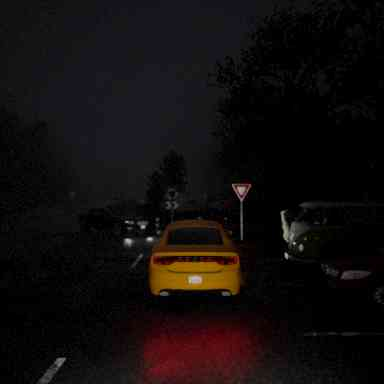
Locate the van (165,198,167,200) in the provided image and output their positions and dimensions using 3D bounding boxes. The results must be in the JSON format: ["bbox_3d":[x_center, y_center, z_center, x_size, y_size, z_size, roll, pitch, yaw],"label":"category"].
[{"bbox_3d":[-8.244,1.305,72.548,4.442,1.987,1.878,0,0,0],"label":"van"}]

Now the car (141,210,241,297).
[{"bbox_3d":[0.065,1.450,8.582,1.882,1.535,5.008,0,0,0],"label":"car"}]

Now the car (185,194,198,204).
[{"bbox_3d":[-0.214,1.575,63.459,1.882,1.535,5.008,0,0,0],"label":"car"}]

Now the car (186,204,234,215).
[{"bbox_3d":[0.817,1.923,28.158,4.718,1.301,1.895,-1,-3,31],"label":"car"}]

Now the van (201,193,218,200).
[{"bbox_3d":[4.818,1.232,92.004,4.442,1.987,1.878,0,0,0],"label":"van"}]

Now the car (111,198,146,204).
[{"bbox_3d":[-8.328,1.827,42.023,5.008,1.535,2.097,0,1,0],"label":"car"}]

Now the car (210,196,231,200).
[{"bbox_3d":[4.780,1.735,39.381,4.553,1.767,2.185,0,1,0],"label":"car"}]

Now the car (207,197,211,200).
[{"bbox_3d":[4.741,1.833,44.799,4.674,1.452,2.002,0,1,0],"label":"car"}]

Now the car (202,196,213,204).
[{"bbox_3d":[4.556,1.756,47.568,5.366,1.575,1.946,0,1,0],"label":"car"}]

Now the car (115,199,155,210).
[{"bbox_3d":[-8.153,1.755,47.575,5.366,1.575,1.946,0,1,0],"label":"car"}]

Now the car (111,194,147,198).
[{"bbox_3d":[-8.308,1.541,44.796,5.566,2.045,2.435,0,1,0],"label":"car"}]

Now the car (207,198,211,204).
[{"bbox_3d":[4.717,1.857,42.028,4.792,1.488,2.163,0,1,0],"label":"car"}]

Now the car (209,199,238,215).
[{"bbox_3d":[4.746,1.895,36.612,5.008,1.535,2.097,0,1,0],"label":"car"}]

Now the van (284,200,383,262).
[{"bbox_3d":[4.912,1.223,9.513,4.442,1.987,1.878,-1,0,0],"label":"van"}]

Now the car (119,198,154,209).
[{"bbox_3d":[-8.335,1.724,50.351,4.892,1.521,2.231,0,1,0],"label":"car"}]

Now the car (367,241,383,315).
[{"bbox_3d":[5.042,1.514,4.056,4.674,1.452,2.002,0,0,0],"label":"car"}]

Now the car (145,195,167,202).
[{"bbox_3d":[-8.395,1.539,78.101,4.792,1.488,2.163,0,0,0],"label":"car"}]

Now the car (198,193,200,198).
[{"bbox_3d":[4.684,1.249,80.797,5.566,2.045,2.435,0,0,0],"label":"car"}]

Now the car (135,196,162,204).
[{"bbox_3d":[-8.359,1.572,64.220,4.892,1.521,2.231,0,1,0],"label":"car"}]

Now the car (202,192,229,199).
[{"bbox_3d":[4.765,1.438,53.104,5.566,2.045,2.435,0,1,0],"label":"car"}]

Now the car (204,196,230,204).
[{"bbox_3d":[4.755,1.601,64.181,4.792,1.488,2.163,0,0,0],"label":"car"}]

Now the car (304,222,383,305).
[{"bbox_3d":[5.041,1.501,6.841,4.674,1.452,2.002,0,0,0],"label":"car"}]

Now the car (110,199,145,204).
[{"bbox_3d":[-8.361,1.891,39.248,4.792,1.488,2.163,0,1,0],"label":"car"}]

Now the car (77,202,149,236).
[{"bbox_3d":[-4.414,1.530,18.465,4.902,1.511,2.128,0,-3,38],"label":"car"}]

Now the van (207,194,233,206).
[{"bbox_3d":[4.848,1.396,58.768,4.442,1.987,1.878,0,1,0],"label":"van"}]
